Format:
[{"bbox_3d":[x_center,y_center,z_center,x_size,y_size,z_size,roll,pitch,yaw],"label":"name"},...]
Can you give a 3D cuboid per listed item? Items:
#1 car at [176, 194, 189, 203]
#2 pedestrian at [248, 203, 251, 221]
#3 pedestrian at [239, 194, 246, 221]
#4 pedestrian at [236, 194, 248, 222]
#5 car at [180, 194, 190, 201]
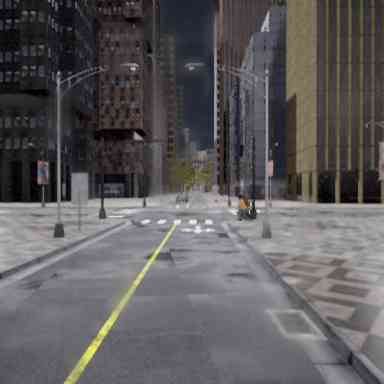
[{"bbox_3d":[-1.931,1.080,63.121,2.097,1.767,4.553,0,0,1],"label":"car"},{"bbox_3d":[3.585,1.045,22.444,0.375,1.860,0.375,0,0,1],"label":"pedestrian"},{"bbox_3d":[3.496,1.042,23.013,0.375,1.860,0.375,0,0,1],"label":"pedestrian"},{"bbox_3d":[3.279,1.046,21.816,0.375,1.860,0.375,0,0,1],"label":"pedestrian"},{"bbox_3d":[-1.636,1.189,78.324,2.128,1.511,4.902,0,0,1],"label":"car"}]
